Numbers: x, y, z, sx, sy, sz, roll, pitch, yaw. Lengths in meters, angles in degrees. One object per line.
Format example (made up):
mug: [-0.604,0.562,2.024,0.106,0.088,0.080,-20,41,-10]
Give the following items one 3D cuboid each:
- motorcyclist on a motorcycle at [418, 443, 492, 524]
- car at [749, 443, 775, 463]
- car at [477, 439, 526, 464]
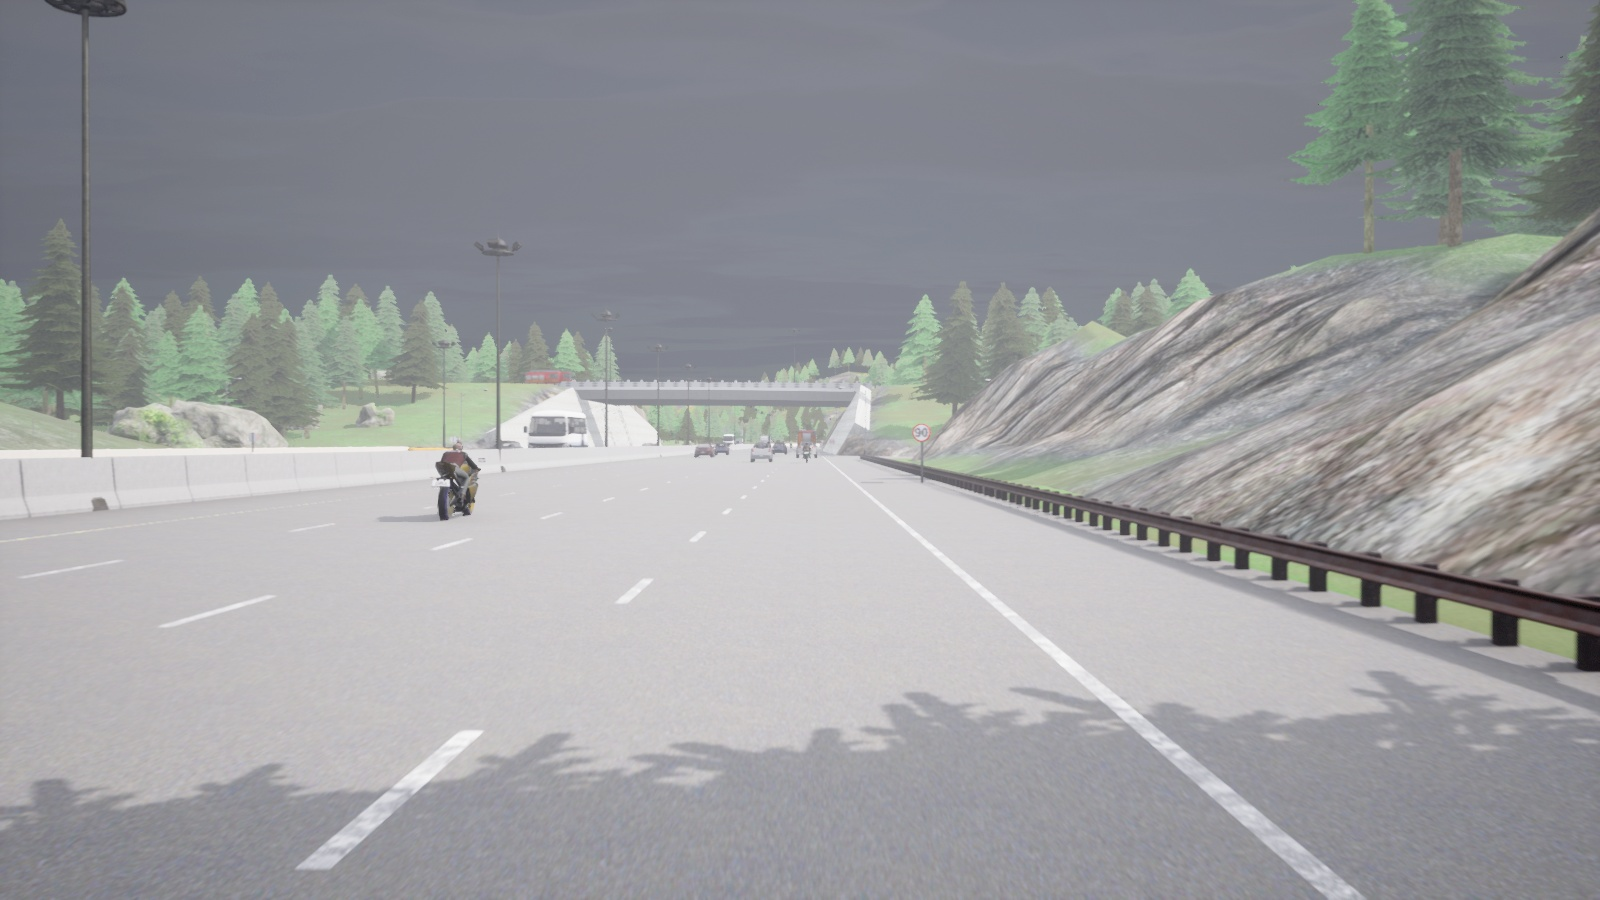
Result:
motorcyclist on a motorcycle: [-6.850,0.635,25.079,0.866,1.530,2.191,0,0,0]
car: [-2.957,0.205,98.390,1.845,1.501,3.633,0,1,0]
car: [-20.522,0.086,86.585,2.242,1.667,4.611,0,0,0]
